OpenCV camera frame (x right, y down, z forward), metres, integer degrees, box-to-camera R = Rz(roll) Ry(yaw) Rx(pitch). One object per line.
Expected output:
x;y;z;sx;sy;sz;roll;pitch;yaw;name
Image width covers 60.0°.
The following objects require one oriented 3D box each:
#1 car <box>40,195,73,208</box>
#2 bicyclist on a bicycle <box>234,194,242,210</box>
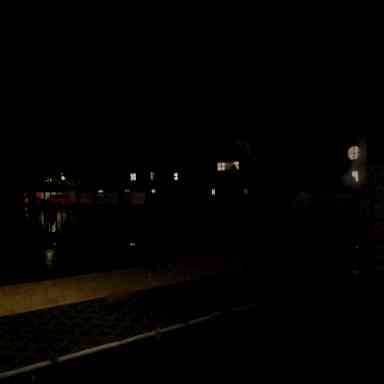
-18.092;1.136;44.283;4.553;1.767;2.097;0;3;27;car
4.618;1.004;33.429;0.582;1.620;1.656;0;3;38;bicyclist on a bicycle
